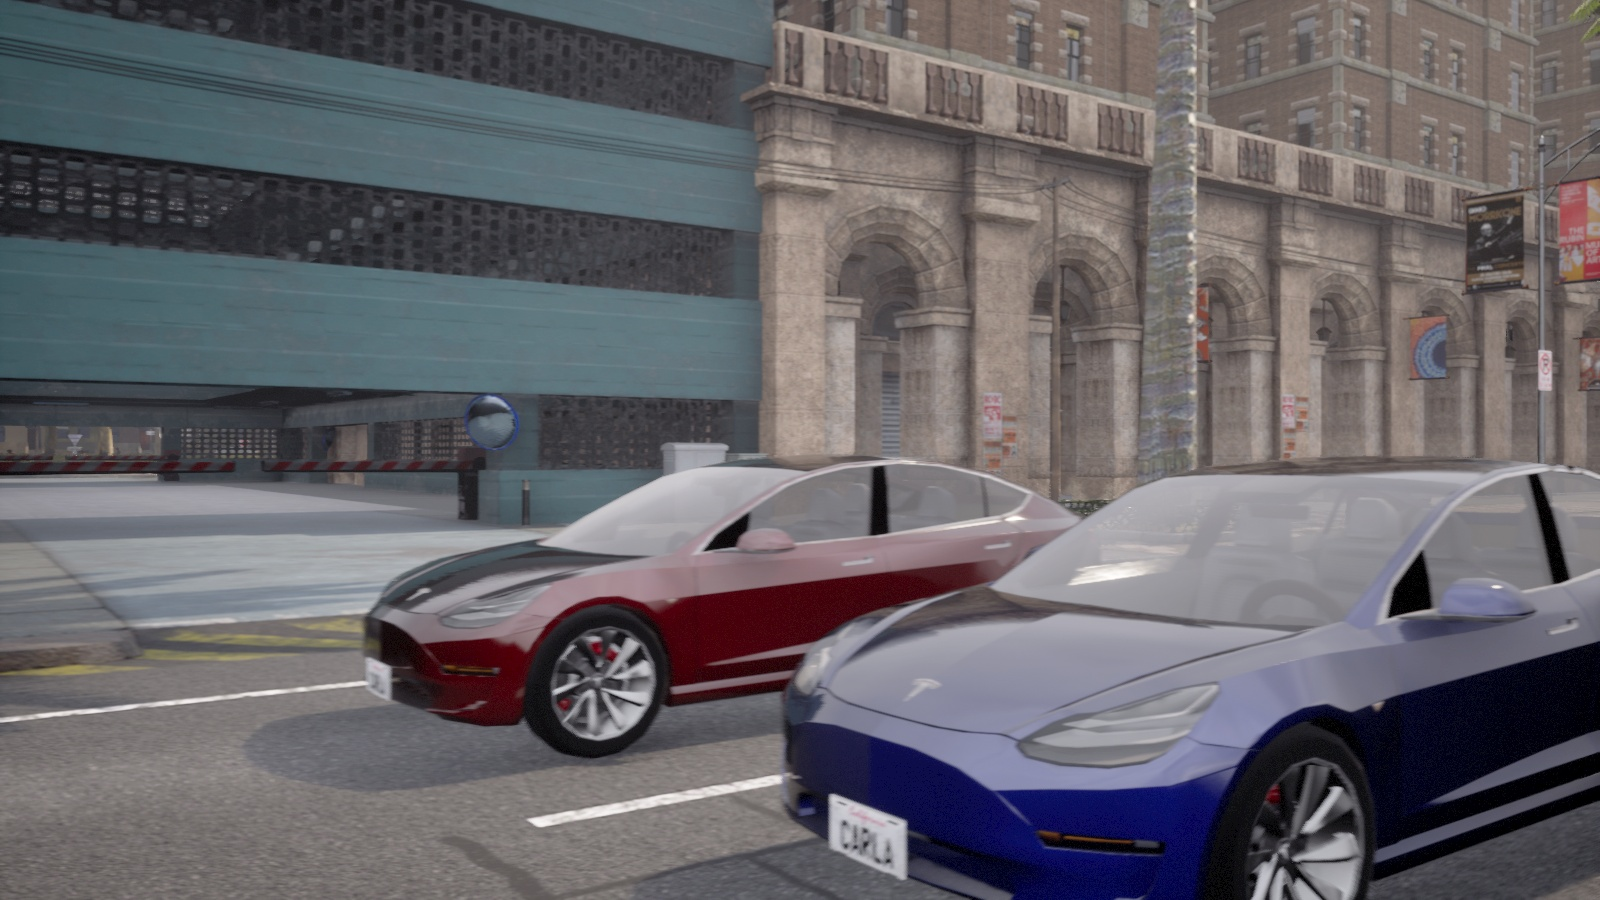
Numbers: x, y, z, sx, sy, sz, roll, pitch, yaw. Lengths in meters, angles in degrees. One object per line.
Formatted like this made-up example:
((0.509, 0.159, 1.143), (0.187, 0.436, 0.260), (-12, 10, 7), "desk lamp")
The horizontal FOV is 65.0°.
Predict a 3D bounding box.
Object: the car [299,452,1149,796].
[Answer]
((-0.303, 0.764, 7.726), (4.792, 1.488, 2.163), (0, 0, -35), "car")

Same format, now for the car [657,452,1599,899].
((2.057, 0.753, 5.107), (4.792, 1.488, 2.163), (0, 0, -35), "car")
